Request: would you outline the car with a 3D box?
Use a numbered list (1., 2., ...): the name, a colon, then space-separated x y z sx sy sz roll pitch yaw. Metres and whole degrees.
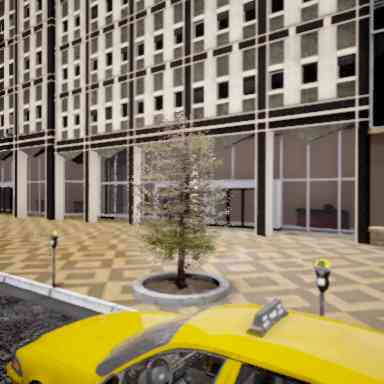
1. car: 0.353 1.531 2.612 4.829 1.417 1.752 0 0 35
